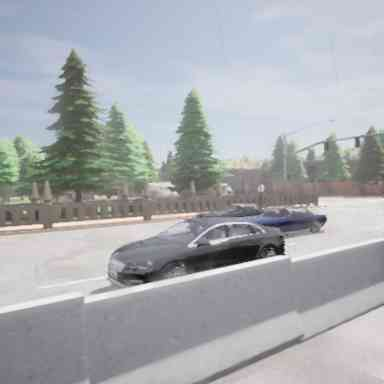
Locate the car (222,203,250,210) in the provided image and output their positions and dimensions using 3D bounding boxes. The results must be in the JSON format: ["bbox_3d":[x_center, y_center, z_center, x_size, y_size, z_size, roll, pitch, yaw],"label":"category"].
[{"bbox_3d":[2.487,1.335,18.630,4.718,1.301,1.895,-2,1,-35],"label":"car"}]

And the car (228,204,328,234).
[{"bbox_3d":[4.175,1.347,15.539,4.718,1.301,1.895,-2,1,-35],"label":"car"}]

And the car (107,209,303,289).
[{"bbox_3d":[0.320,1.438,8.511,4.902,1.511,2.128,-1,1,-35],"label":"car"}]
